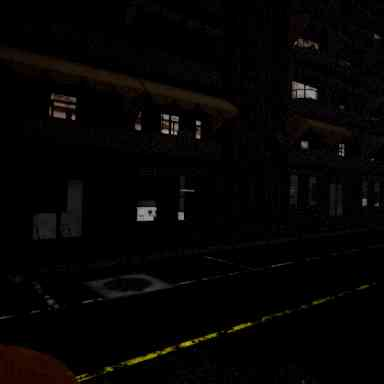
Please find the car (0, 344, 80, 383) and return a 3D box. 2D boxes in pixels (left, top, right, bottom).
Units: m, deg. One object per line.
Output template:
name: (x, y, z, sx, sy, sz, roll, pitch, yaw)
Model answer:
car: (-2.880, 1.477, 1.118, 5.008, 1.535, 1.882, 0, 0, -35)
